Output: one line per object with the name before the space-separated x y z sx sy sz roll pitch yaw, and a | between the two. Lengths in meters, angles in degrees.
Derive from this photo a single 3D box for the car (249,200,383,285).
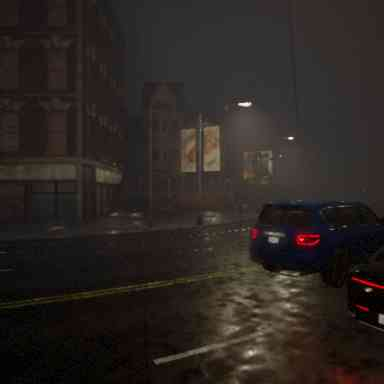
car | 4.094 1.263 9.709 5.566 2.045 2.150 0 0 -38

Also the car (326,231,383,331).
car | 4.708 1.528 5.925 4.892 1.490 1.837 0 0 -34

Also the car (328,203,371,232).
car | 10.451 1.571 21.914 1.882 1.535 5.008 0 -1 33

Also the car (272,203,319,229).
car | 7.486 1.584 23.776 1.882 1.535 5.008 0 -1 33
